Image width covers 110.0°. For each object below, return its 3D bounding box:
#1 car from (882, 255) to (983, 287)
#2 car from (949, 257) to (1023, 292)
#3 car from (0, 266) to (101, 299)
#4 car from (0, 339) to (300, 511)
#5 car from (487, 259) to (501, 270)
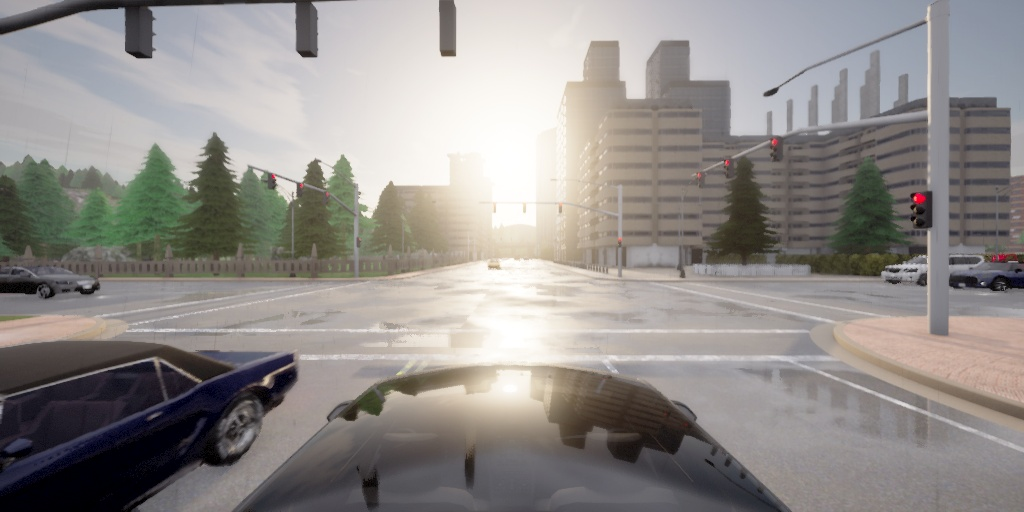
[{"bbox_3d":[28.298,0.947,23.989,5.566,2.045,2.150,0,0,1],"label":"car"},{"bbox_3d":[27.995,1.083,20.483,4.553,1.767,2.097,0,0,1],"label":"car"},{"bbox_3d":[-22.945,1.224,17.334,4.902,1.511,2.128,0,0,1],"label":"car"},{"bbox_3d":[-3.549,1.356,2.153,1.895,1.301,4.718,0,0,1],"label":"car"},{"bbox_3d":[-2.534,1.223,51.615,1.882,1.535,5.008,0,1,1],"label":"car"}]
